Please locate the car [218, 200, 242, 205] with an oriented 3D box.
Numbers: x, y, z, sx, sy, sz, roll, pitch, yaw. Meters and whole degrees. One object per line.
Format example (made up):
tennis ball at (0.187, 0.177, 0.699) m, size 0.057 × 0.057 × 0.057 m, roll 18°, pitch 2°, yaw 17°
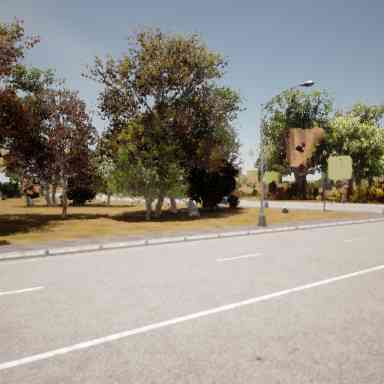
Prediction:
car at (5.893, 1.368, 52.936) m, size 1.994 × 1.385 × 4.181 m, roll 0°, pitch 0°, yaw -37°
